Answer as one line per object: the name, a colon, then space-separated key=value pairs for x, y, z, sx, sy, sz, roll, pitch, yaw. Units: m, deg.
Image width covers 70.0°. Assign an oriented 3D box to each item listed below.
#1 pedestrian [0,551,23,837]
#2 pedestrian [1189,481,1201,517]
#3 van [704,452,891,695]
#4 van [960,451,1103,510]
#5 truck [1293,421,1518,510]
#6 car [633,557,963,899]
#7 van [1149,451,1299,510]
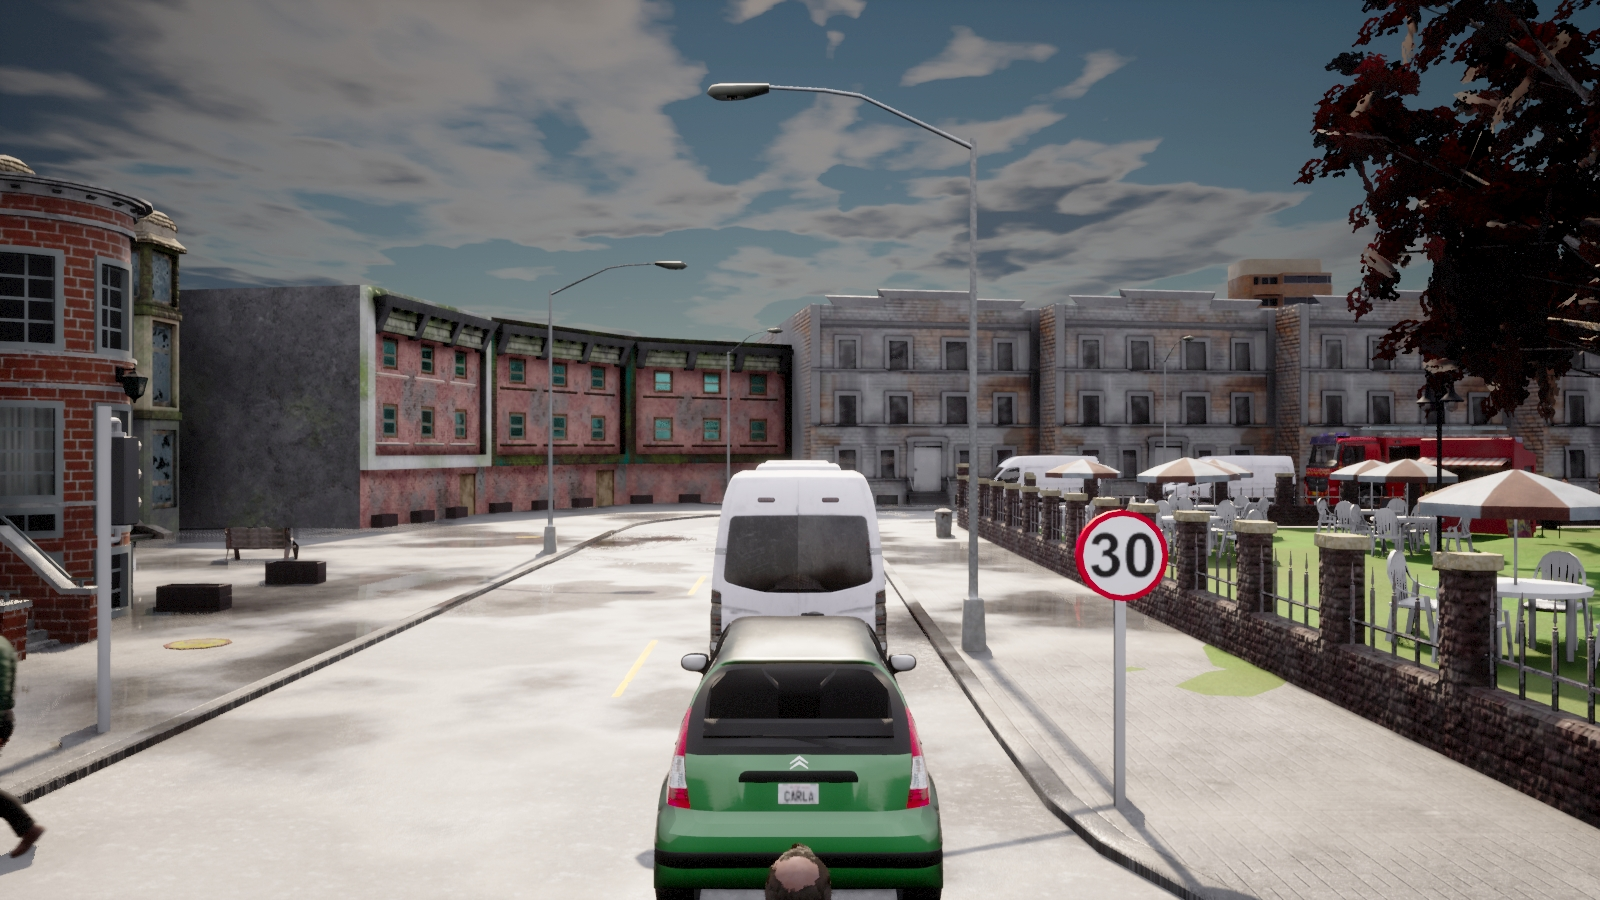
pedestrian: x=-5.450 y=1.629 z=7.655 sx=0.375 sy=1.860 sz=0.375 roll=0 pitch=0 yaw=-39
pedestrian: x=14.640 y=1.805 z=42.327 sx=0.375 sy=1.300 sz=0.375 roll=0 pitch=0 yaw=15
van: x=-0.025 y=1.315 z=15.105 sx=1.988 sy=2.561 sz=5.915 roll=0 pitch=0 yaw=0
van: x=10.169 y=1.315 z=50.429 sx=5.915 sy=2.561 sz=1.988 roll=0 pitch=0 yaw=0
truck: x=26.739 y=0.670 z=50.713 sx=8.468 sy=3.827 sz=2.891 roll=0 pitch=0 yaw=0
car: x=-0.015 y=1.779 z=8.404 sx=1.851 sy=1.617 sz=3.988 roll=0 pitch=0 yaw=0
van: x=18.654 y=1.314 z=50.452 sx=5.915 sy=2.561 sz=1.988 roll=0 pitch=0 yaw=0
